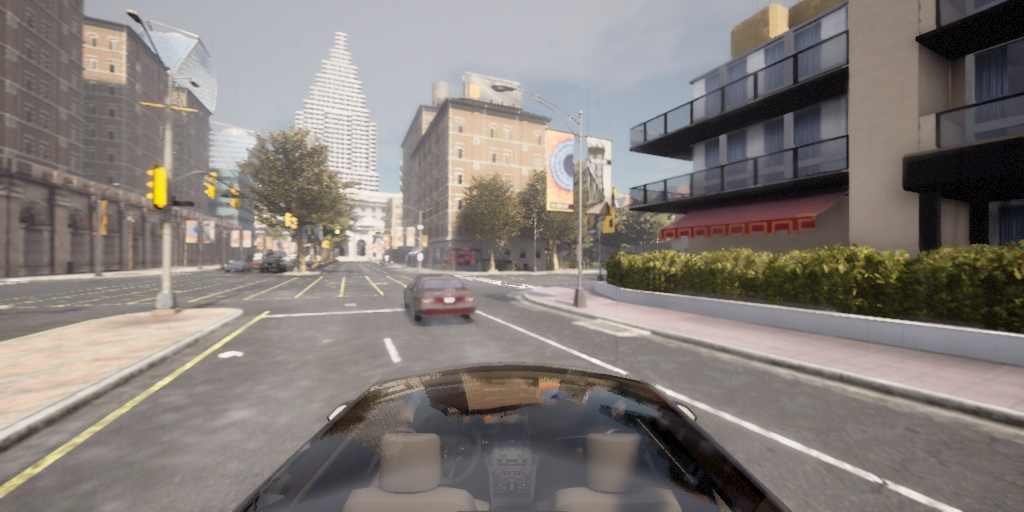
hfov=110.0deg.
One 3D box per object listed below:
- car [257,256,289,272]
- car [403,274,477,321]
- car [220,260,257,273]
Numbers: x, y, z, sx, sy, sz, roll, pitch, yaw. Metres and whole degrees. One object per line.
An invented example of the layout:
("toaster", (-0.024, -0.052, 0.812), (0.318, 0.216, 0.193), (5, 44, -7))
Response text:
("car", (-31.294, 1.039, 47.116), (2.150, 2.045, 5.566), (0, 0, -25))
("car", (-2.755, 1.344, 12.842), (2.033, 1.411, 5.357), (0, 0, -22))
("car", (-34.218, 1.336, 45.097), (2.033, 1.411, 5.357), (0, 0, -24))
